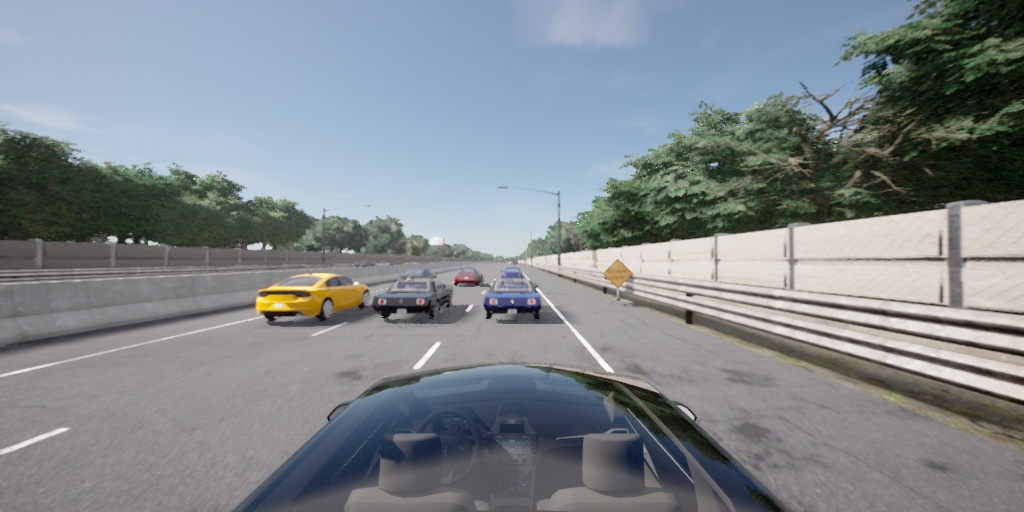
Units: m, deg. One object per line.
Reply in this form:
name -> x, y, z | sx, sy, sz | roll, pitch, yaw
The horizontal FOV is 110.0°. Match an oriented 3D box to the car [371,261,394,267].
car -> -21.034, 1.979, 60.003 | 2.033, 1.411, 5.357 | 0, -1, 1

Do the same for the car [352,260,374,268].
car -> -24.534, 1.650, 59.827 | 2.150, 2.045, 5.566 | 0, -1, 1

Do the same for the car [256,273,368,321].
car -> -6.967, 1.370, 13.213 | 1.882, 1.535, 5.008 | 0, -1, 0

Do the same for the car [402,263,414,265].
car -> -17.551, 1.937, 60.165 | 1.837, 1.490, 4.892 | 0, -1, 1

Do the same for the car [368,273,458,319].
car -> -3.464, 1.497, 13.568 | 1.895, 1.301, 4.718 | 0, -1, 0

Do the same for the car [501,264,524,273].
car -> 0.045, 1.615, 29.805 | 1.812, 1.442, 4.674 | 0, 0, 0

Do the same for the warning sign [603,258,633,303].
warning sign -> 4.547, 1.033, 15.359 | 1.300, 1.860, 1.060 | 0, 0, 0

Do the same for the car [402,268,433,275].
car -> -6.979, 1.605, 27.044 | 2.033, 1.411, 5.357 | 0, -1, 0

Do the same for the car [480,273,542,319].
car -> 0.036, 1.497, 13.560 | 1.895, 1.301, 4.718 | 0, -1, 0

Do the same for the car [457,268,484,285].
car -> -3.458, 1.649, 29.312 | 1.994, 1.385, 4.181 | 0, -1, 0
